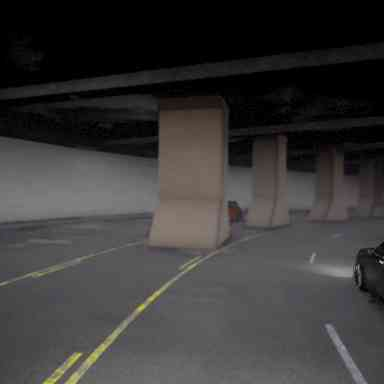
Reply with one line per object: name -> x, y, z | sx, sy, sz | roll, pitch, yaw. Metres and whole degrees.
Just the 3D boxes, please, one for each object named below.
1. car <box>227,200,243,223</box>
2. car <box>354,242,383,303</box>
car -> 1.797, 1.382, 24.179 | 2.097, 1.767, 4.553 | 1, 0, 39
car -> 4.493, 1.569, 6.181 | 1.837, 1.490, 4.892 | 0, 0, 12
